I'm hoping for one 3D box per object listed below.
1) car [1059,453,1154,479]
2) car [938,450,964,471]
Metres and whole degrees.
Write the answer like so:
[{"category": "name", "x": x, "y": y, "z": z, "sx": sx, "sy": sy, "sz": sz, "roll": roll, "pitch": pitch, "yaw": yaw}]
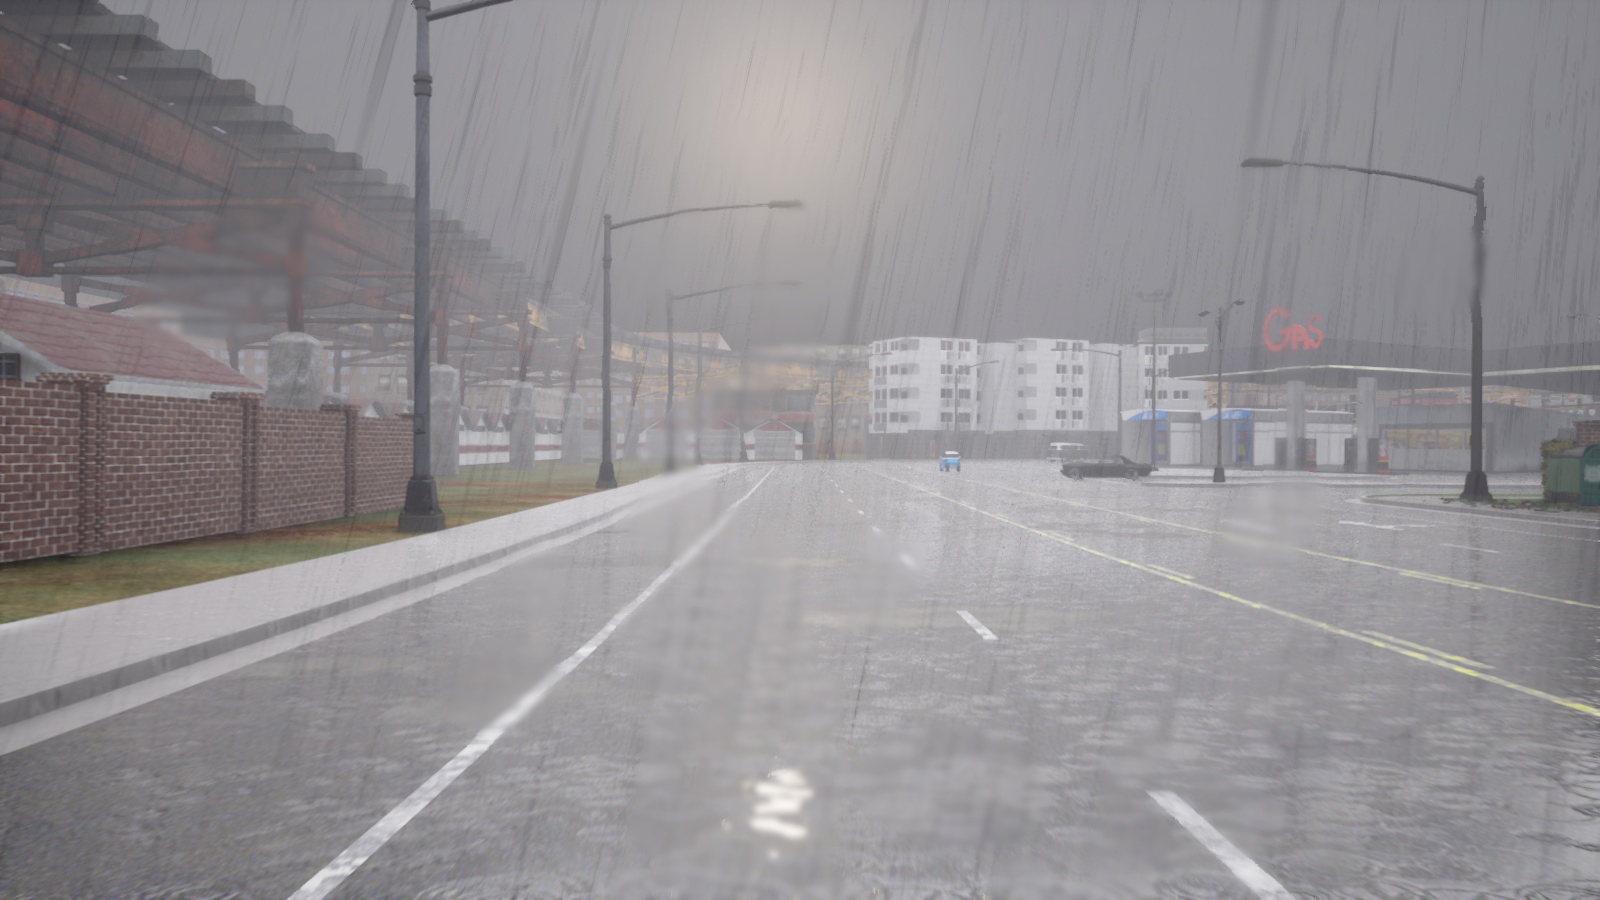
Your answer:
[{"category": "car", "x": 16.094, "y": 0.817, "z": 66.006, "sx": 4.718, "sy": 1.301, "sz": 1.895, "roll": 0, "pitch": 0, "yaw": 18}, {"category": "car", "x": 10.307, "y": 0.687, "z": 85.742, "sx": 1.481, "sy": 1.376, "sz": 2.207, "roll": 0, "pitch": 1, "yaw": 0}]
